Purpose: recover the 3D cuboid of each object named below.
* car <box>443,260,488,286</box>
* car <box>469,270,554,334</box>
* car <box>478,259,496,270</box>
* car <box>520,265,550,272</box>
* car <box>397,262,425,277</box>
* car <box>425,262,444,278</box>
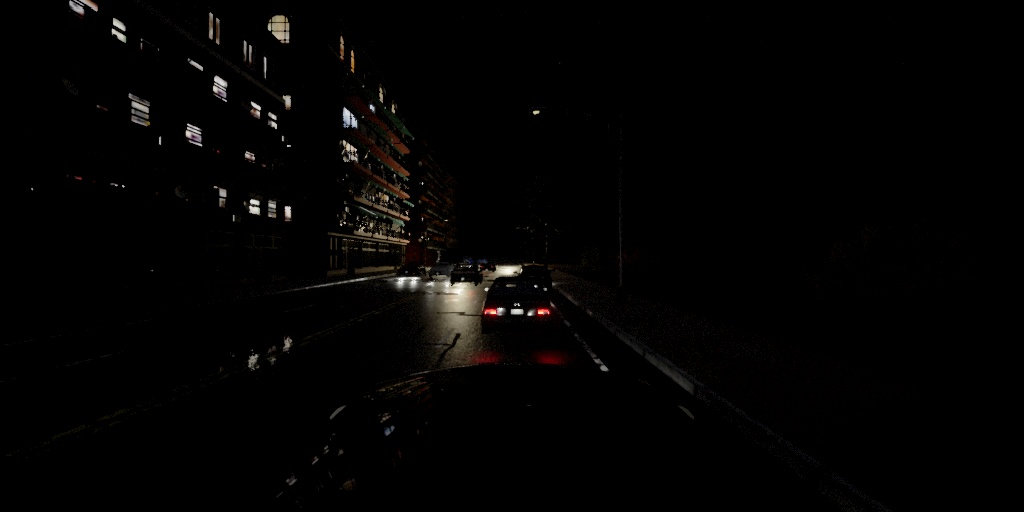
[{"bbox_3d":[-3.107,1.244,25.113,2.128,1.511,4.902,0,0,0],"label":"car"},{"bbox_3d":[0.117,1.299,10.568,2.033,1.411,5.357,0,0,0],"label":"car"},{"bbox_3d":[-3.066,1.351,46.381,1.895,1.301,4.718,0,0,0],"label":"car"},{"bbox_3d":[1.171,1.257,20.257,1.837,1.490,4.892,0,0,0],"label":"car"},{"bbox_3d":[-9.788,1.316,35.187,1.994,1.385,4.181,0,0,0],"label":"car"},{"bbox_3d":[-6.540,1.277,33.839,1.812,1.442,4.674,0,0,0],"label":"car"}]
